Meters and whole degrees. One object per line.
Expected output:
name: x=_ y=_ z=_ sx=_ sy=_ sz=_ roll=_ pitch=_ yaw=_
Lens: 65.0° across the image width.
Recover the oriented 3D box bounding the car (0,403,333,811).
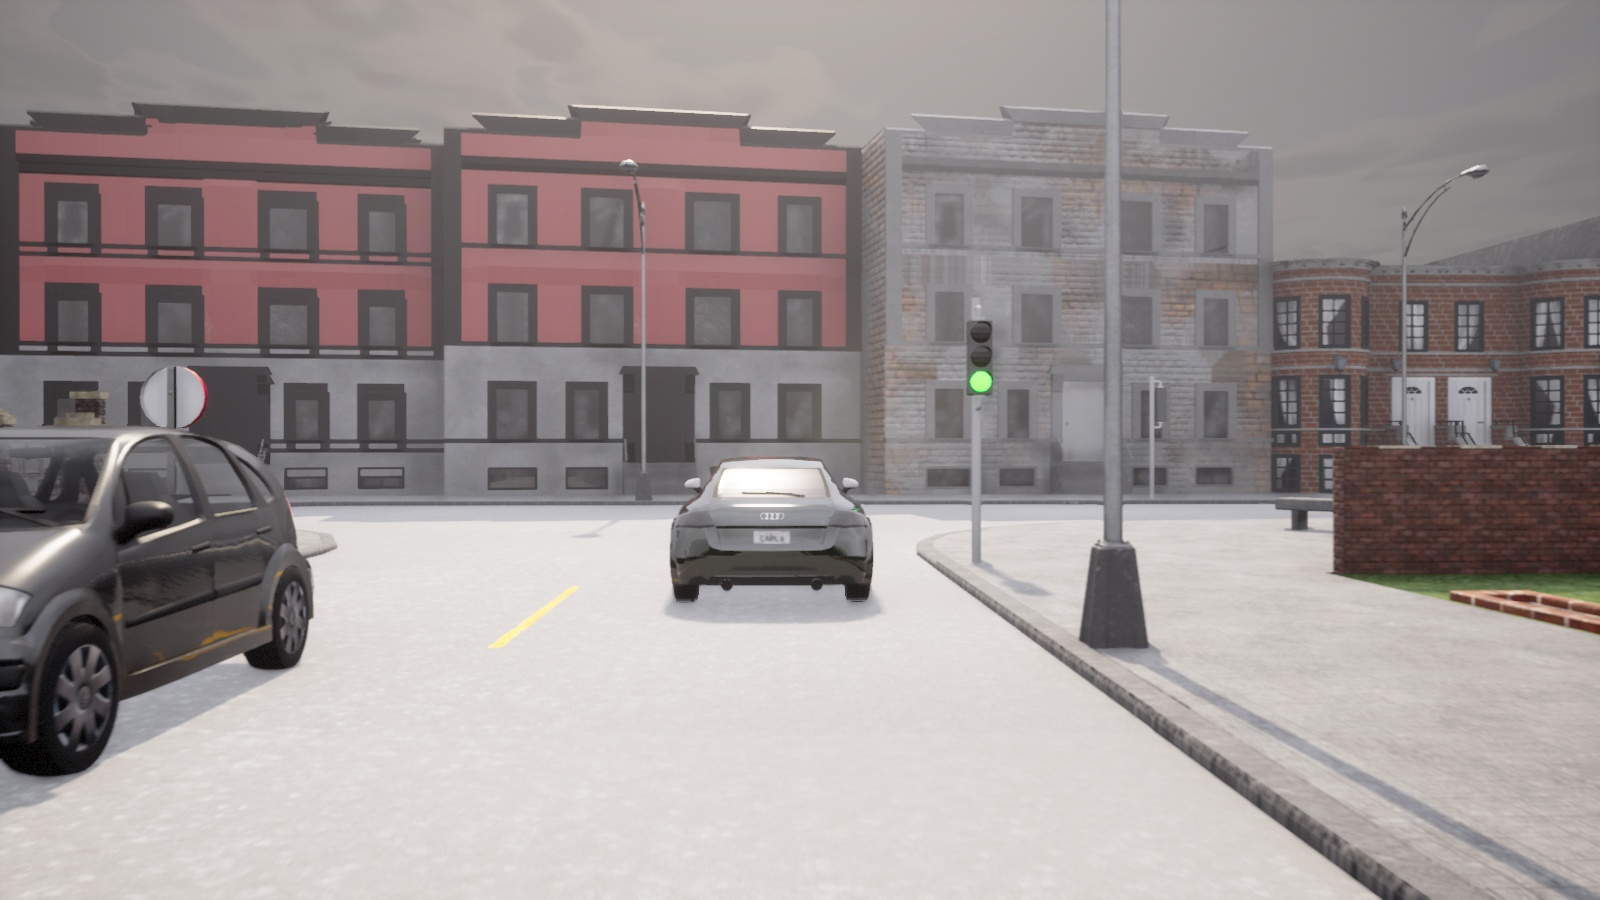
car: x=-4.159 y=0.614 z=6.917 sx=1.851 sy=1.617 sz=3.988 roll=0 pitch=0 yaw=-3

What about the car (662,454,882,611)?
car: x=-0.296 y=0.755 z=13.474 sx=1.994 sy=1.385 sz=4.181 roll=0 pitch=0 yaw=-1
